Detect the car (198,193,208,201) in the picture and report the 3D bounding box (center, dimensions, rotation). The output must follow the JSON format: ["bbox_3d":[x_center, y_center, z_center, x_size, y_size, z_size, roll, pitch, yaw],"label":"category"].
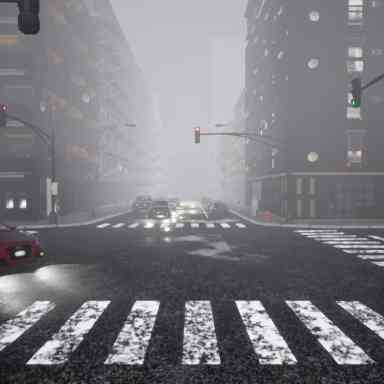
[{"bbox_3d":[2.576,1.280,81.340,2.192,1.841,5.009,-1,0,0],"label":"car"}]

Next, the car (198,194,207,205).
[{"bbox_3d":[2.572,1.522,59.183,1.887,1.381,4.507,-1,0,0],"label":"car"}]

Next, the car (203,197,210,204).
[{"bbox_3d":[2.566,1.538,37.026,2.008,1.369,4.403,-1,0,0],"label":"car"}]

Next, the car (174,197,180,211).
[{"bbox_3d":[-2.826,1.587,40.321,1.895,1.301,4.718,0,0,0],"label":"car"}]

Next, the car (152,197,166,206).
[{"bbox_3d":[-5.309,1.562,53.700,1.802,1.307,4.206,-1,0,0],"label":"car"}]

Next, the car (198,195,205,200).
[{"bbox_3d":[2.583,1.538,92.418,1.802,1.307,4.206,-1,0,0],"label":"car"}]

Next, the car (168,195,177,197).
[{"bbox_3d":[-2.759,1.529,50.971,2.033,1.411,5.357,0,0,1],"label":"car"}]

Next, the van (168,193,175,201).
[{"bbox_3d":[-5.302,1.302,86.922,1.690,1.788,3.998,-1,0,0],"label":"van"}]

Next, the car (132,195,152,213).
[{"bbox_3d":[-5.318,1.302,37.088,2.192,1.841,5.009,-1,0,0],"label":"car"}]

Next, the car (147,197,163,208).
[{"bbox_3d":[-5.312,1.508,47.992,1.752,1.417,4.829,-1,0,0],"label":"car"}]

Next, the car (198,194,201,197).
[{"bbox_3d":[2.578,1.550,75.800,1.802,1.307,4.206,-1,0,0],"label":"car"}]

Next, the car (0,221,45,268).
[{"bbox_3d":[-6.636,1.576,10.409,4.181,1.385,1.994,0,0,28],"label":"car"}]

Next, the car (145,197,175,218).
[{"bbox_3d":[-2.833,1.495,30.220,1.837,1.490,4.892,0,0,0],"label":"car"}]

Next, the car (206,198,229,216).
[{"bbox_3d":[2.564,1.572,31.487,1.802,1.307,4.206,-1,0,0],"label":"car"}]
